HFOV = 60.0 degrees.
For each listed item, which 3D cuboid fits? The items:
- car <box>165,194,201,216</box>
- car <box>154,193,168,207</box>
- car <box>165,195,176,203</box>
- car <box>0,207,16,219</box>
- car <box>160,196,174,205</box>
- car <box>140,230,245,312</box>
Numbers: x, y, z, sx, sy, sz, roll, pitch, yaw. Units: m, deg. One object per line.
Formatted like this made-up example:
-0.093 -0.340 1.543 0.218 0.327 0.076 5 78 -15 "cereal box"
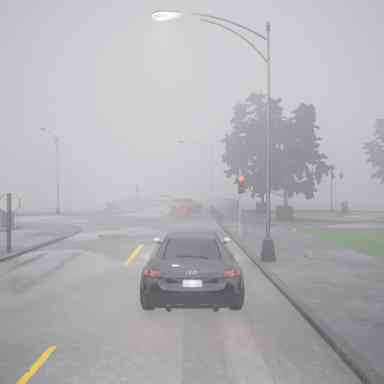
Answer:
-0.616 1.352 33.143 2.097 1.767 4.553 0 0 18 "car"
-4.511 1.221 51.016 2.150 2.045 5.566 0 0 -1 "car"
-4.577 1.525 71.510 2.128 1.511 4.902 0 0 0 "car"
-16.242 1.478 25.550 5.008 1.535 1.882 0 0 0 "car"
-4.557 1.547 61.267 2.033 1.411 5.357 0 0 0 "car"
0.001 1.564 7.801 1.994 1.385 4.181 0 0 0 "car"
